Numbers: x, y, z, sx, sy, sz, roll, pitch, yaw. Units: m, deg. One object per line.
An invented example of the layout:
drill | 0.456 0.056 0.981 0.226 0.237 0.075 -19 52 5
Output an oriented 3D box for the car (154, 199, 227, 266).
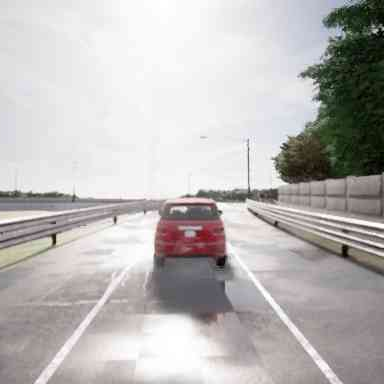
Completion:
car | -0.045 1.241 11.706 2.150 2.045 5.566 0 0 0

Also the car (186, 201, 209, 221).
car | 0.561 1.569 28.911 1.812 1.442 4.674 0 0 4
